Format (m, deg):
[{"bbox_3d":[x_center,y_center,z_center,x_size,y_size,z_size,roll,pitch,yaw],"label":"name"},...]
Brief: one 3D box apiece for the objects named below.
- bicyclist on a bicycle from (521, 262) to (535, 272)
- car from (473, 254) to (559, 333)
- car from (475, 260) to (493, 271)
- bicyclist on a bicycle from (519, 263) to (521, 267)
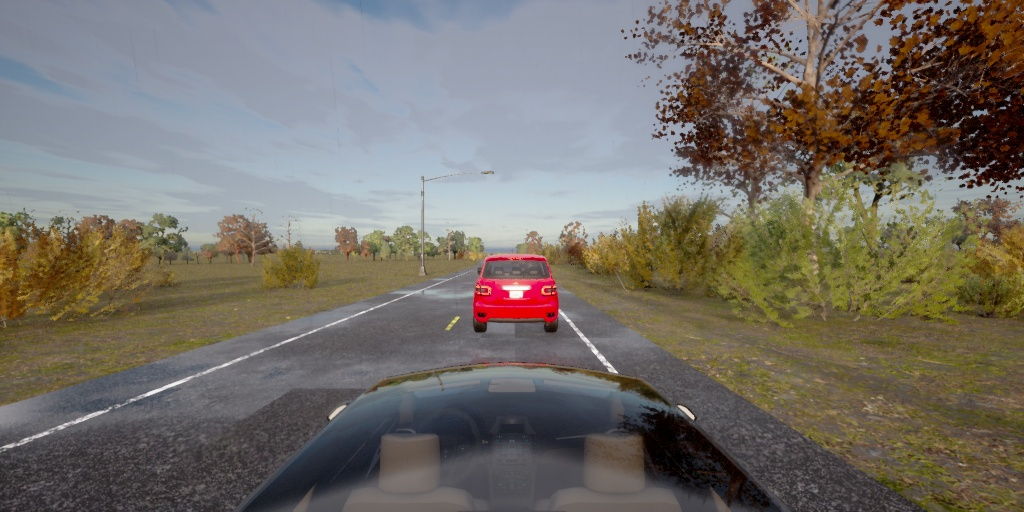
[{"bbox_3d":[0.932,1.114,18.614,0.659,1.776,1.843,0,0,0],"label":"bicyclist on a bicycle"},{"bbox_3d":[0.086,0.968,10.907,2.150,2.045,5.566,0,0,0],"label":"car"},{"bbox_3d":[-3.836,1.283,49.560,2.033,1.411,5.357,0,0,0],"label":"car"},{"bbox_3d":[0.887,1.110,28.627,0.659,1.776,1.843,0,0,0],"label":"bicyclist on a bicycle"}]
